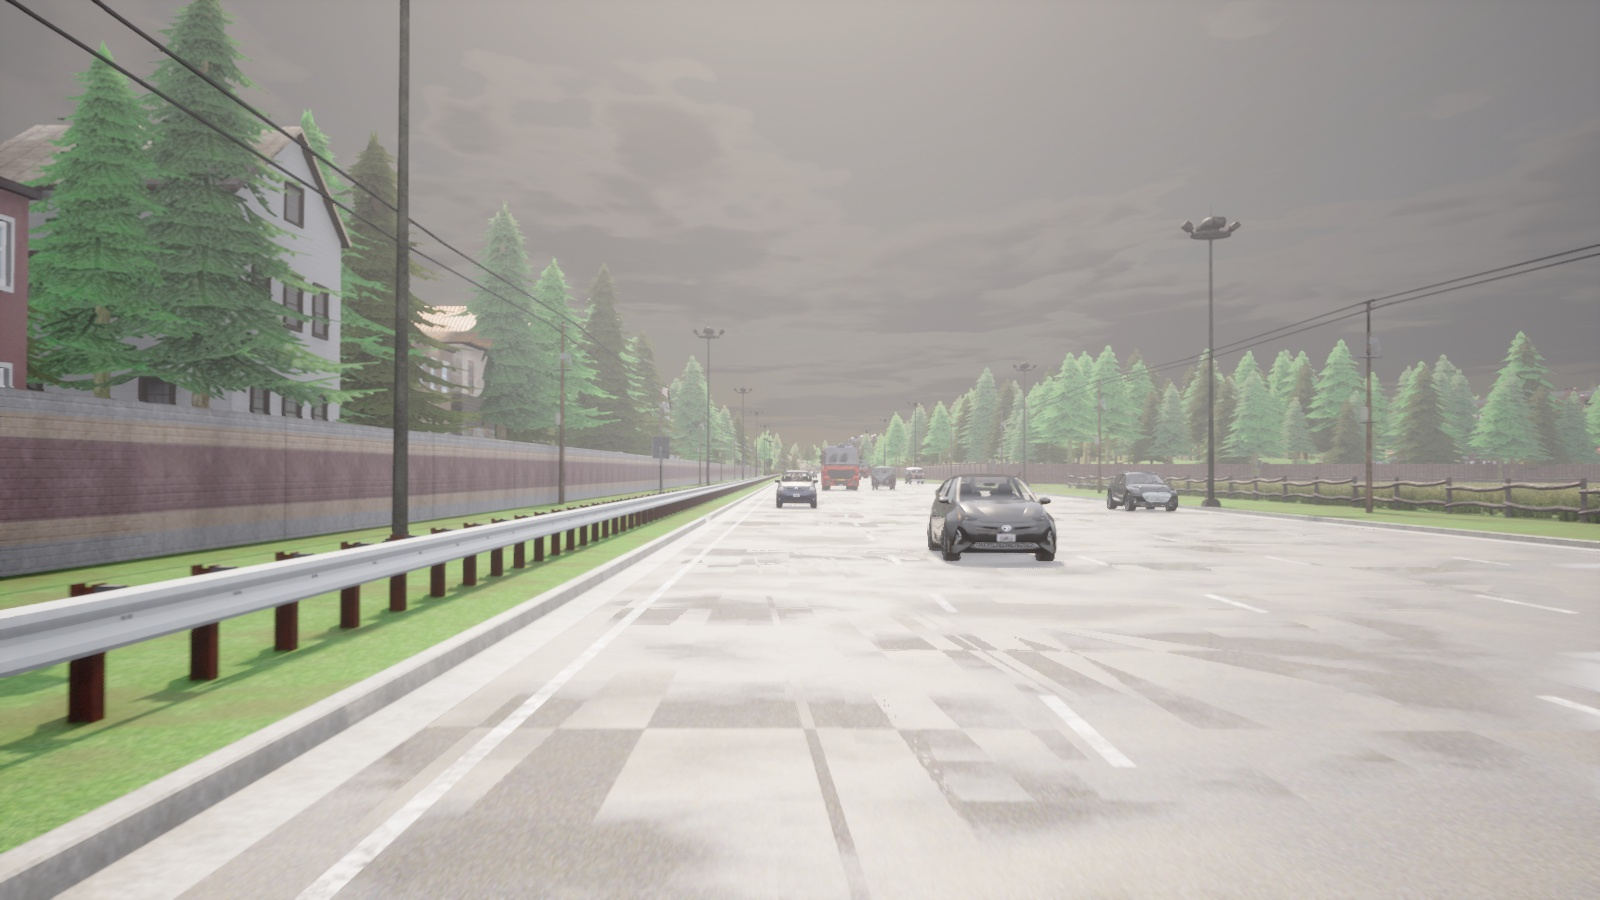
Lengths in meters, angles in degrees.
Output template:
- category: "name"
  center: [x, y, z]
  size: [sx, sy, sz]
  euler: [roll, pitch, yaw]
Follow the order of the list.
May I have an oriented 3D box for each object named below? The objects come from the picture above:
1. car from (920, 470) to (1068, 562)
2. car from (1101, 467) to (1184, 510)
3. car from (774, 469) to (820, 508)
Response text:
- category: "car"
  center: [3.444, 1.134, 23.143]
  size: [2.007, 1.525, 4.514]
  euler: [0, -1, 0]
- category: "car"
  center: [13.876, 1.543, 51.120]
  size: [2.033, 1.649, 4.856]
  euler: [0, -1, 0]
- category: "car"
  center: [-0.130, 1.610, 53.706]
  size: [1.851, 1.617, 3.988]
  euler: [0, -1, 0]
